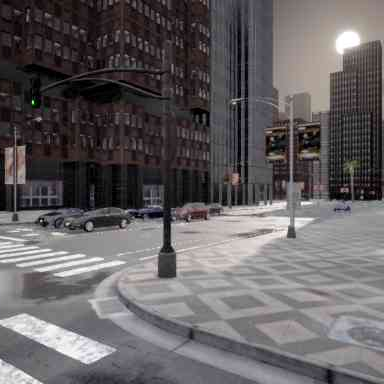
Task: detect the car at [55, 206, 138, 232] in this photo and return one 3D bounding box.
[{"bbox_3d":[-6.186,1.742,22.203,1.837,1.490,4.892,0,-1,35],"label":"car"}]

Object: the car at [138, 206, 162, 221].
[{"bbox_3d":[-3.902,1.958,31.066,1.895,1.301,4.718,0,-1,35],"label":"car"}]

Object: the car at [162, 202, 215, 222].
[{"bbox_3d":[-0.233,1.738,30.612,2.097,1.767,4.553,0,-1,35],"label":"car"}]

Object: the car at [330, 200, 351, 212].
[{"bbox_3d":[24.270,2.431,53.657,2.033,1.411,5.357,0,-1,34],"label":"car"}]

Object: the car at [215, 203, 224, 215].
[{"bbox_3d":[1.974,2.010,39.359,1.837,1.490,4.892,0,-1,35],"label":"car"}]

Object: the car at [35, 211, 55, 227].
[{"bbox_3d":[-8.954,1.794,23.914,1.994,1.385,4.181,0,-1,35],"label":"car"}]
